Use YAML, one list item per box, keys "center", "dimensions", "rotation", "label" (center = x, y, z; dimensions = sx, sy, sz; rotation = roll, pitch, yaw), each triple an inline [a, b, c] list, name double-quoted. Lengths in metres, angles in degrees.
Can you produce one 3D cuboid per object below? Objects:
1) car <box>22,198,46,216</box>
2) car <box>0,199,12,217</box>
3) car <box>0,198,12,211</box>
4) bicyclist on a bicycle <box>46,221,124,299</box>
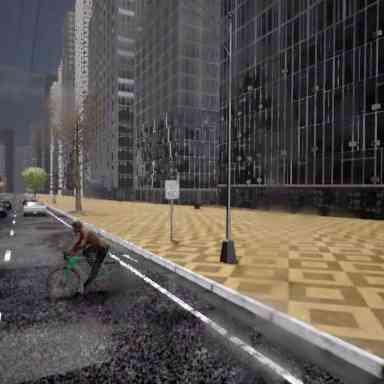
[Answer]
- center: [-15.219, 1.581, 32.138]
  dimensions: [1.895, 1.301, 4.718]
  rotation: [0, 0, -27]
  label: "car"
- center: [-17.927, 1.527, 30.477]
  dimensions: [2.033, 1.411, 5.357]
  rotation: [0, 0, -27]
  label: "car"
- center: [-23.795, 1.536, 41.734]
  dimensions: [1.994, 1.385, 4.181]
  rotation: [0, 0, -27]
  label: "car"
- center: [-2.304, 1.441, 7.226]
  dimensions: [1.656, 1.620, 0.582]
  rotation: [-2, 1, -27]
  label: "bicyclist on a bicycle"
